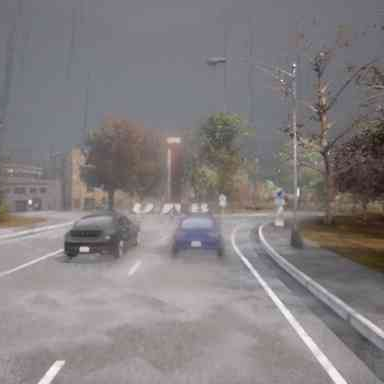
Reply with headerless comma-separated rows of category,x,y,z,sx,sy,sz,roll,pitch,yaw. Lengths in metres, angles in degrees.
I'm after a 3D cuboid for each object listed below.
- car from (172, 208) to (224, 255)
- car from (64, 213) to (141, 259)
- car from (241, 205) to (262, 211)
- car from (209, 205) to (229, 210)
car,0.293,1.605,13.510,1.812,1.442,4.674,0,-1,4
car,-3.250,1.579,12.897,1.837,1.490,4.892,0,0,3
car,13.403,3.607,75.252,4.718,1.301,1.895,-2,-3,45
car,5.858,3.625,76.713,5.357,1.411,2.033,-1,-2,24
